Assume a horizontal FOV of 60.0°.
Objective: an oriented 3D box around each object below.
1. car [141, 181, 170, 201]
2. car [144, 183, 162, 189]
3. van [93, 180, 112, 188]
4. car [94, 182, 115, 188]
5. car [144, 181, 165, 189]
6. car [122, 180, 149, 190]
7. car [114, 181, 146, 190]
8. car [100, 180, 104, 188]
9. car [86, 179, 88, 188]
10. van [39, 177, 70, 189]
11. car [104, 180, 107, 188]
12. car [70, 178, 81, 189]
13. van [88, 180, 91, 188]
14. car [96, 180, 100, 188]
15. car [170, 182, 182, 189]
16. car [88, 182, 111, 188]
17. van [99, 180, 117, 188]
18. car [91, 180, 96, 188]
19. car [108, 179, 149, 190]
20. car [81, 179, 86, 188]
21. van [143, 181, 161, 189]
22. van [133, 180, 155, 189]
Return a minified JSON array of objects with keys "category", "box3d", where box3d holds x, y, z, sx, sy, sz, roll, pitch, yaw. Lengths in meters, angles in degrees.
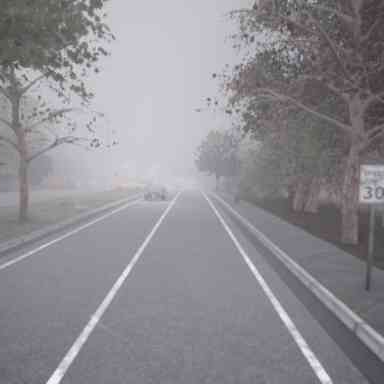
[{"category":"car","box3d":[-3.373,0.000,31.583,1.812,1.442,4.674,1,3,0]},{"category":"car","box3d":[-10.465,-1.678,89.543,4.792,1.488,2.163,1,1,0]},{"category":"van","box3d":[-23.390,-2.080,86.899,4.442,1.987,1.878,1,1,0]},{"category":"car","box3d":[-23.519,-1.907,89.673,5.008,1.535,2.097,1,1,0]},{"category":"car","box3d":[-10.463,-1.994,92.292,5.566,2.045,2.435,1,0,0]},{"category":"car","box3d":[-10.431,-1.326,61.781,4.553,1.767,2.185,1,1,0]},{"category":"car","box3d":[-10.401,-1.075,56.236,4.892,1.521,2.231,1,1,0]},{"category":"car","box3d":[-23.492,-1.655,75.825,5.008,1.535,2.097,1,1,0]},{"category":"car","box3d":[-23.477,-1.452,64.745,4.892,1.521,2.231,1,1,0]},{"category":"van","box3d":[-23.588,-1.503,56.314,4.442,1.987,1.878,1,1,0]},{"category":"car","box3d":[-23.494,-1.704,78.595,4.892,1.521,2.231,1,1,0]},{"category":"car","box3d":[-23.501,-1.597,59.205,5.566,2.045,2.435,1,1,0]},{"category":"van","box3d":[-23.601,-1.731,67.511,4.442,1.987,1.878,1,1,0]},{"category":"car","box3d":[-23.488,-1.602,72.930,5.008,1.535,2.097,1,1,0]},{"category":"car","box3d":[-3.342,-1.405,73.862,1.837,1.490,4.892,1,1,0]},{"category":"car","box3d":[-23.322,-1.806,84.136,5.366,1.575,1.946,1,1,0]},{"category":"van","box3d":[-23.397,-2.163,92.290,4.442,1.987,1.878,1,1,0]},{"category":"car","box3d":[-23.457,-1.679,70.283,4.553,1.767,2.185,1,1,0]},{"category":"car","box3d":[-10.207,-1.003,53.468,5.366,1.575,1.946,1,1,0]},{"category":"car","box3d":[-23.296,-1.402,61.979,5.366,1.575,1.946,1,1,0]},{"category":"van","box3d":[-10.312,-1.881,86.757,4.442,1.987,1.878,1,1,0]},{"category":"van","box3d":[-10.528,-1.632,72.877,4.442,1.987,1.878,1,1,0]}]
